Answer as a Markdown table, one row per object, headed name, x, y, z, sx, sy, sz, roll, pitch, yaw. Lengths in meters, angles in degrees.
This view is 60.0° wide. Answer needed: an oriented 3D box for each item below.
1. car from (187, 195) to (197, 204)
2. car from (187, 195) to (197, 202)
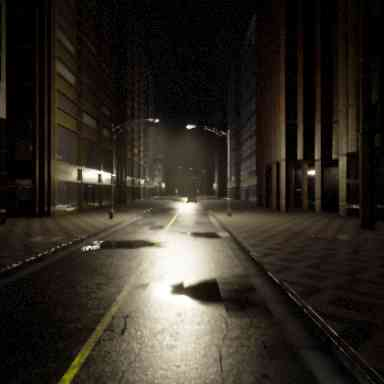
| name | x | y | z | sx | sy | sz | roll | pitch | yaw |
| --- | --- | --- | --- | --- | --- | --- | --- | --- | --- |
| car | 0.001 | 1.410 | 62.757 | 1.882 | 1.535 | 5.008 | 0 | 0 | 0 |
| car | -0.001 | 1.392 | 73.184 | 1.994 | 1.385 | 4.181 | 0 | 0 | 0 |
